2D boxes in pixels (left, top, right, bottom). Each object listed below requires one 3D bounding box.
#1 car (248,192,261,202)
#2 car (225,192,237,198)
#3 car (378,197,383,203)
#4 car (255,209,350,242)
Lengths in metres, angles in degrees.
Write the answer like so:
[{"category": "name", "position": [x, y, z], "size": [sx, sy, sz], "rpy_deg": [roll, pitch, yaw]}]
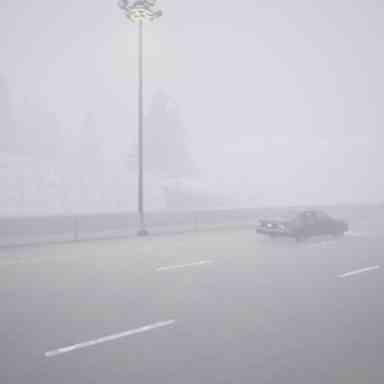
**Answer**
[{"category": "car", "position": [13.896, 1.142, 73.940], "size": [2.150, 2.045, 5.566], "rpy_deg": [0, 0, 0]}, {"category": "car", "position": [10.621, 0.860, 90.602], "size": [1.837, 1.490, 4.892], "rpy_deg": [0, 3, -21]}, {"category": "car", "position": [38.651, 1.478, 65.832], "size": [4.181, 1.385, 1.994], "rpy_deg": [0, 0, -36]}, {"category": "car", "position": [5.488, 1.532, 16.259], "size": [5.357, 1.411, 2.033], "rpy_deg": [0, 0, -35]}]
